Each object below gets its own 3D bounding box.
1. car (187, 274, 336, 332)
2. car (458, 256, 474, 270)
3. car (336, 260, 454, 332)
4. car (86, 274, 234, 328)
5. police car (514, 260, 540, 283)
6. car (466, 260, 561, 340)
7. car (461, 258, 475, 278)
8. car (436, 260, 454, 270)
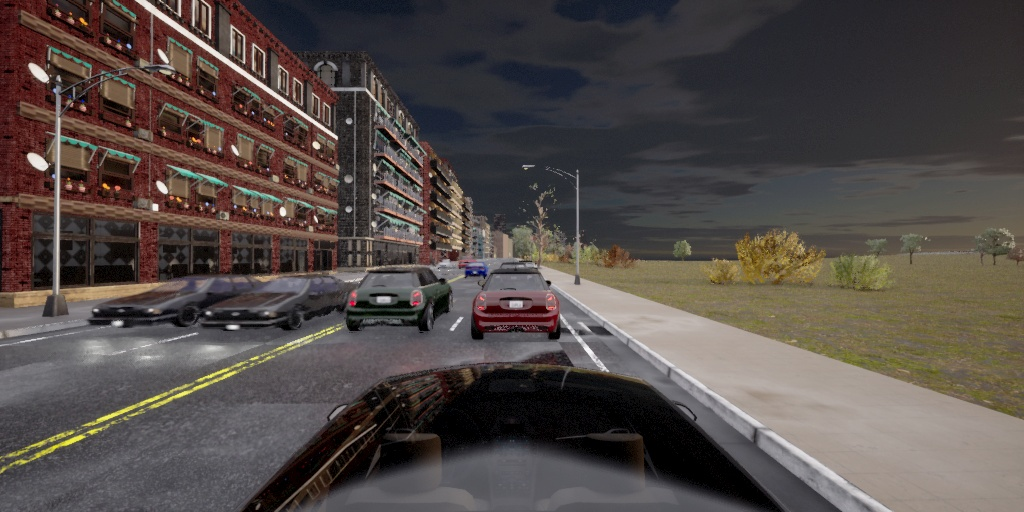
[{"bbox_3d":[-6.610,1.299,11.157,2.033,1.411,5.357,0,0,0],"label":"car"},{"bbox_3d":[-6.645,0.974,53.566,2.150,2.045,5.566,0,0,0],"label":"car"},{"bbox_3d":[-3.161,1.105,10.960,2.097,1.767,4.553,0,0,0],"label":"car"},{"bbox_3d":[-9.859,1.299,11.626,2.033,1.411,5.357,0,0,0],"label":"car"},{"bbox_3d":[1.110,1.179,29.437,1.930,1.638,5.238,0,0,0],"label":"police car"},{"bbox_3d":[0.084,1.103,10.169,2.097,1.767,4.553,0,0,0],"label":"car"},{"bbox_3d":[-3.181,1.231,33.213,1.882,1.535,5.008,0,0,0],"label":"car"},{"bbox_3d":[-9.892,1.278,53.566,1.812,1.442,4.674,0,0,0],"label":"car"}]
